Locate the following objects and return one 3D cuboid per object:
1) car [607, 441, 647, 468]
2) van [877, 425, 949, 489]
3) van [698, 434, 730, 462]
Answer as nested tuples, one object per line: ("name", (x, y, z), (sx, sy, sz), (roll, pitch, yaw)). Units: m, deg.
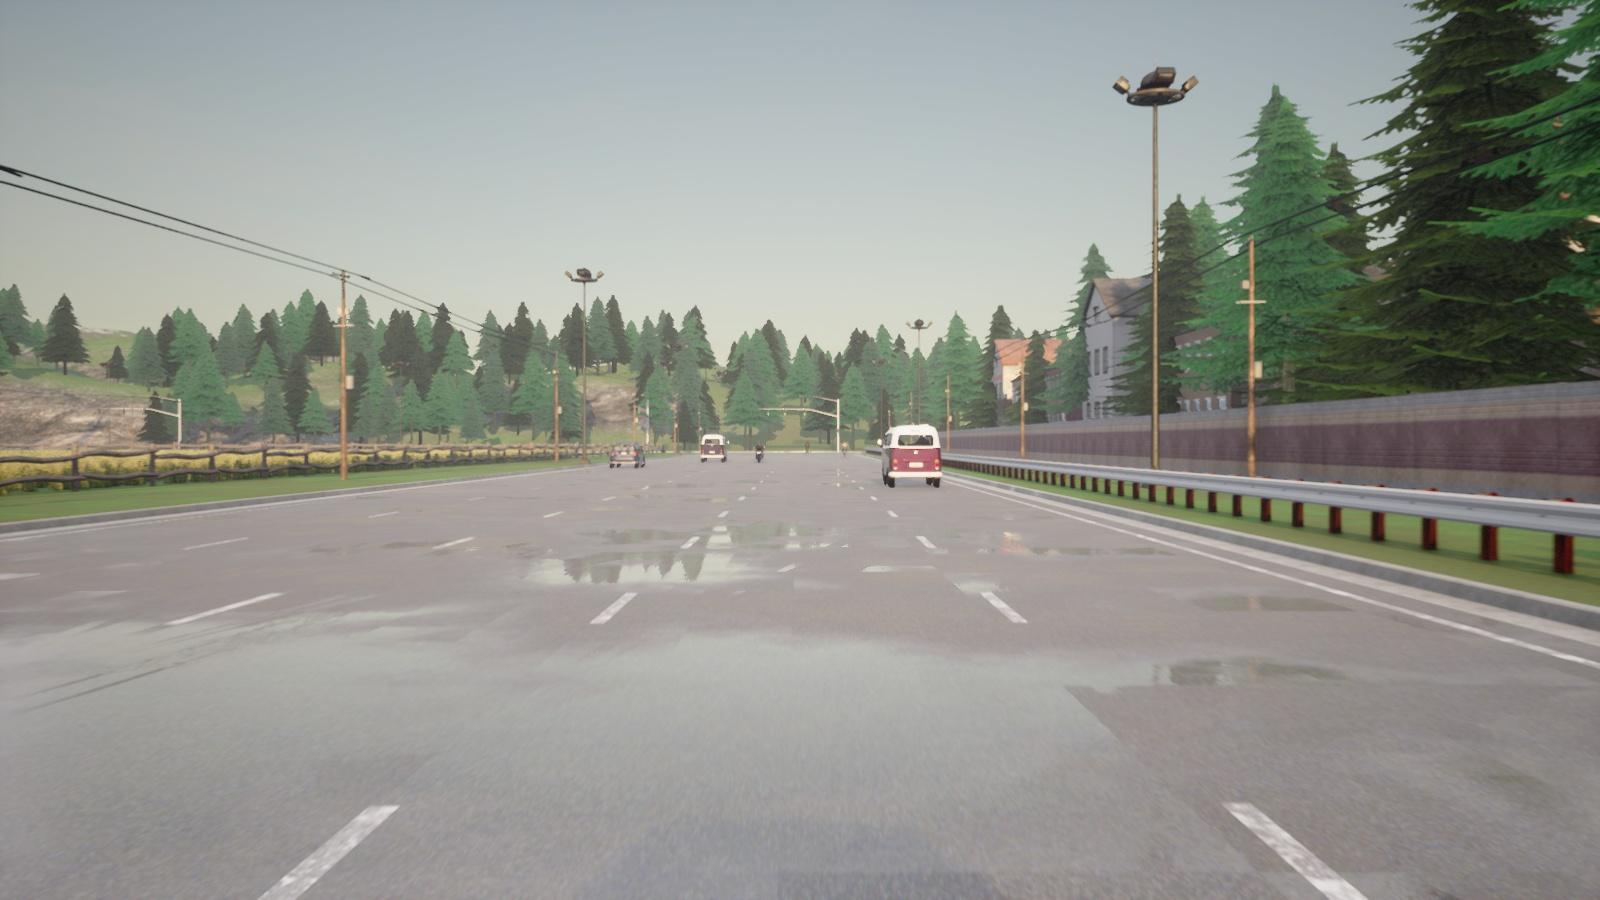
("car", (-10.069, 0.247, 73.369), (1.789, 1.549, 3.705), (0, 0, 0))
("van", (3.757, 0.201, 42.512), (2.069, 2.038, 4.480), (0, 0, 0))
("van", (-6.449, -0.143, 94.459), (2.069, 2.038, 4.480), (0, 0, 0))
